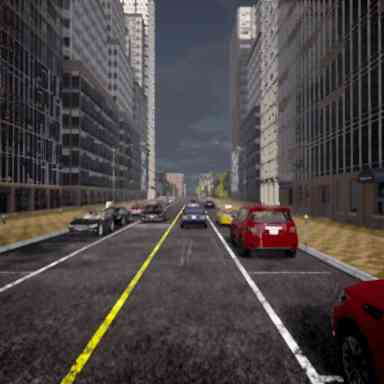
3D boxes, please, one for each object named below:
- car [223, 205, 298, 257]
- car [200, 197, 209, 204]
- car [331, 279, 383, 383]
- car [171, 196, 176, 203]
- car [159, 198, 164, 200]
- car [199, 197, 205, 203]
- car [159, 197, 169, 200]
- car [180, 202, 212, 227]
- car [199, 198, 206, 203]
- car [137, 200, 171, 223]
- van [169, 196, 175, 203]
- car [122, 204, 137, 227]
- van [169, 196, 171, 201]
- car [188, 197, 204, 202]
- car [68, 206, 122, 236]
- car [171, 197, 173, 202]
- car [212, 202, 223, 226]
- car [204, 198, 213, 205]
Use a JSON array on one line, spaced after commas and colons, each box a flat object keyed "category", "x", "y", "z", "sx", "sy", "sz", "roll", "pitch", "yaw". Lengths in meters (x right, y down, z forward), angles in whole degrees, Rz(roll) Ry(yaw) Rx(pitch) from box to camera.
[{"category": "car", "x": 2.710, "y": 1.420, "z": 13.389, "sx": 2.192, "sy": 1.841, "sz": 5.009, "roll": 0, "pitch": 0, "yaw": 0}, {"category": "car", "x": 2.784, "y": 1.990, "z": 75.998, "sx": 1.967, "sy": 1.590, "sz": 4.097, "roll": 0, "pitch": 0, "yaw": 0}, {"category": "car", "x": 2.697, "y": 1.332, "z": 2.005, "sx": 2.192, "sy": 1.841, "sz": 5.009, "roll": 0, "pitch": 0, "yaw": 0}, {"category": "car", "x": -5.583, "y": 2.065, "z": 87.406, "sx": 1.967, "sy": 1.590, "sz": 4.097, "roll": 0, "pitch": 0, "yaw": 0}, {"category": "car", "x": -5.631, "y": 1.904, "z": 47.561, "sx": 2.008, "sy": 1.369, "sz": 4.403, "roll": 0, "pitch": 0, "yaw": 0}, {"category": "car", "x": 2.804, "y": 2.189, "z": 93.244, "sx": 1.752, "sy": 1.417, "sz": 4.829, "roll": 0, "pitch": 0, "yaw": 0}, {"category": "car", "x": -5.617, "y": 1.978, "z": 58.946, "sx": 1.887, "sy": 1.381, "sz": 4.507, "roll": 0, "pitch": 0, "yaw": 0}, {"category": "car", "x": 0.129, "y": 1.733, "z": 24.182, "sx": 2.033, "sy": 1.411, "sz": 5.357, "roll": 0, "pitch": 0, "yaw": 0}, {"category": "car", "x": 2.797, "y": 2.207, "z": 87.381, "sx": 1.802, "sy": 1.307, "sz": 4.206, "roll": 0, "pitch": 0, "yaw": 0}, {"category": "car", "x": -3.066, "y": 1.717, "z": 27.692, "sx": 1.837, "sy": 1.490, "sz": 4.892, "roll": 0, "pitch": 0, "yaw": 0}, {"category": "van", "x": -5.575, "y": 2.003, "z": 93.100, "sx": 1.690, "sy": 1.788, "sz": 3.998, "roll": 0, "pitch": 0, "yaw": 0}, {"category": "car", "x": -5.658, "y": 1.756, "z": 24.793, "sx": 1.947, "sy": 1.339, "sz": 4.313, "roll": 0, "pitch": 0, "yaw": 0}, {"category": "van", "x": -5.610, "y": 1.813, "z": 64.640, "sx": 1.690, "sy": 1.788, "sz": 3.998, "roll": 0, "pitch": 0, "yaw": 0}, {"category": "car", "x": 0.150, "y": 1.745, "z": 42.408, "sx": 2.033, "sy": 1.649, "sz": 4.856, "roll": 0, "pitch": -1, "yaw": 0}, {"category": "car", "x": -5.664, "y": 1.699, "z": 19.101, "sx": 2.008, "sy": 1.369, "sz": 4.403, "roll": 0, "pitch": 0, "yaw": 0}, {"category": "car", "x": -5.604, "y": 2.093, "z": 70.330, "sx": 1.802, "sy": 1.307, "sz": 4.206, "roll": 0, "pitch": 0, "yaw": 0}, {"category": "car", "x": 2.723, "y": 1.717, "z": 24.940, "sx": 1.752, "sy": 1.417, "sz": 4.829, "roll": 0, "pitch": 0, "yaw": 0}, {"category": "car", "x": 2.757, "y": 1.959, "z": 53.231, "sx": 1.947, "sy": 1.339, "sz": 4.313, "roll": 0, "pitch": 0, "yaw": 0}]
